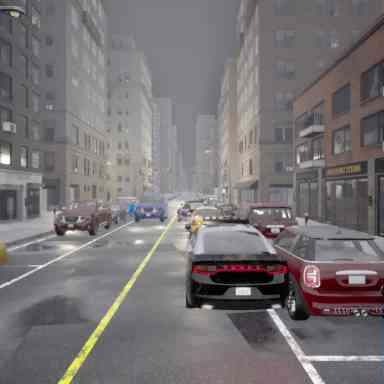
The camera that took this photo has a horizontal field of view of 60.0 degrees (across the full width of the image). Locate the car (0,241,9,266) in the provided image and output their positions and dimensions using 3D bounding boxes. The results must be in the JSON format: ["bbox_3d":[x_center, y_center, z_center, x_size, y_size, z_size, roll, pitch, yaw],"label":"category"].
[{"bbox_3d":[-5.867,1.525,7.114,1.752,1.417,4.829,0,0,0],"label":"car"}]

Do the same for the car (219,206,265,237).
[{"bbox_3d":[2.643,1.565,18.644,1.947,1.339,4.313,0,0,0],"label":"car"}]

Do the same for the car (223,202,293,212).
[{"bbox_3d":[2.650,1.314,12.974,2.192,1.841,5.009,0,0,0],"label":"car"}]

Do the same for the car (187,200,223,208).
[{"bbox_3d":[0.763,1.455,18.133,1.801,1.575,5.366,0,0,0],"label":"car"}]

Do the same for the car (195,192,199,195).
[{"bbox_3d":[2.557,1.249,85.356,2.192,1.841,5.009,0,0,0],"label":"car"}]

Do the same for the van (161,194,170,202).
[{"bbox_3d":[-5.954,1.292,74.157,1.690,1.788,3.998,0,0,0],"label":"van"}]

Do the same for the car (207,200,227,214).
[{"bbox_3d":[2.621,1.577,35.651,1.802,1.307,4.206,0,0,0],"label":"car"}]

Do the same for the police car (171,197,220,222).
[{"bbox_3d":[0.242,1.423,23.959,1.930,1.638,5.238,0,0,-17],"label":"police car"}]

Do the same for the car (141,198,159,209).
[{"bbox_3d":[-5.919,1.534,46.962,2.008,1.369,4.403,0,0,0],"label":"car"}]

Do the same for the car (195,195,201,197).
[{"bbox_3d":[-0.049,1.515,42.138,1.812,1.442,4.674,0,0,0],"label":"car"}]

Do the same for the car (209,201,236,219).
[{"bbox_3d":[2.628,1.549,29.981,2.008,1.369,4.403,0,0,0],"label":"car"}]

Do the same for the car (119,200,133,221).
[{"bbox_3d":[-5.890,1.549,24.288,2.008,1.369,4.403,0,0,0],"label":"car"}]

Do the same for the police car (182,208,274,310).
[{"bbox_3d":[0.786,1.425,8.038,1.930,1.638,5.238,0,0,-1],"label":"police car"}]

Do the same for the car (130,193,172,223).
[{"bbox_3d":[-3.034,1.220,25.830,2.150,2.045,5.566,0,0,0],"label":"car"}]

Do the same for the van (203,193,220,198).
[{"bbox_3d":[2.614,1.331,41.321,1.690,1.788,3.998,0,0,0],"label":"van"}]

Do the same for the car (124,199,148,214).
[{"bbox_3d":[-5.904,1.520,35.455,1.752,1.417,4.829,0,0,0],"label":"car"}]

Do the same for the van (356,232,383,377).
[{"bbox_3d":[2.665,1.341,1.635,1.690,1.788,3.998,0,0,0],"label":"van"}]

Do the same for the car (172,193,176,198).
[{"bbox_3d":[-5.969,1.249,85.330,2.192,1.841,5.009,0,0,0],"label":"car"}]

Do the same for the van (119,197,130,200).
[{"bbox_3d":[-5.898,1.339,29.956,1.690,1.788,3.998,0,0,0],"label":"van"}]

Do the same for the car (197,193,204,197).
[{"bbox_3d":[2.571,1.391,74.186,1.967,1.590,4.097,0,0,0],"label":"car"}]

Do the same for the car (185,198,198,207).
[{"bbox_3d":[-0.067,1.579,51.555,1.895,1.301,4.718,0,0,0],"label":"car"}]

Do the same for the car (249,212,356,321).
[{"bbox_3d":[2.658,1.440,7.305,1.967,1.590,4.097,0,0,0],"label":"car"}]

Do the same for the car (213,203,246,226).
[{"bbox_3d":[2.635,1.564,24.312,1.947,1.339,4.313,0,0,0],"label":"car"}]

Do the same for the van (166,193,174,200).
[{"bbox_3d":[-5.976,1.265,90.915,1.690,1.788,3.998,0,0,0],"label":"van"}]

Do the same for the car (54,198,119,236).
[{"bbox_3d":[-5.883,1.314,18.620,2.192,1.841,5.009,0,0,0],"label":"car"}]
